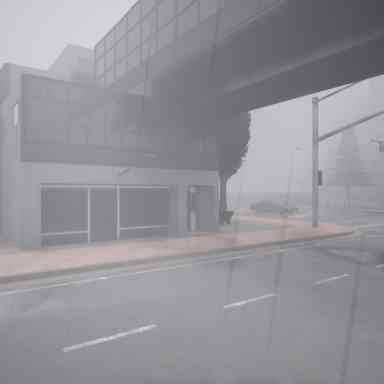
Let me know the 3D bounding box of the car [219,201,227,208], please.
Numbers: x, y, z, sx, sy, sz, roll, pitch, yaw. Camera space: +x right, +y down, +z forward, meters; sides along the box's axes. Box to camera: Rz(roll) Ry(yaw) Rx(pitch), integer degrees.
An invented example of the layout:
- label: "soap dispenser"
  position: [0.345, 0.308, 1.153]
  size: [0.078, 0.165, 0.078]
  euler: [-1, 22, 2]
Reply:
- label: "car"
  position: [2.543, 1.564, 42.352]
  size: [1.994, 1.385, 4.181]
  euler: [0, 0, -36]

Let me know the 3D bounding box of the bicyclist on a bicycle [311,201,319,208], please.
- label: "bicyclist on a bicycle"
  position: [15.781, 1.301, 42.744]
  size: [1.656, 1.620, 0.582]
  euler: [0, 0, -36]

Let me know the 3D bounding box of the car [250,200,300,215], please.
- label: "car"
  position: [8.359, 1.547, 34.252]
  size: [2.033, 1.411, 5.357]
  euler: [0, 0, -36]
